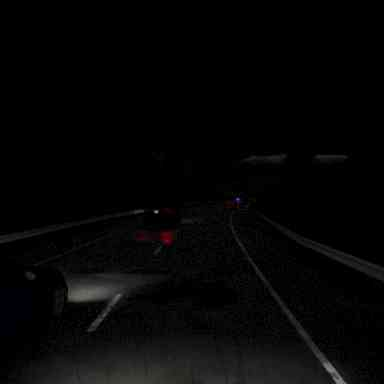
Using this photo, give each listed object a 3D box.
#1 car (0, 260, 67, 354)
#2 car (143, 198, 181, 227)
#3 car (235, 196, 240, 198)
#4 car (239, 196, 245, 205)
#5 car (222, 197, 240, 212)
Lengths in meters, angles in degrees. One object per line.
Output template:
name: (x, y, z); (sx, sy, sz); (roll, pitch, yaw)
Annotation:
car: (-3.304, 1.565, 4.434); (1.812, 1.442, 4.674); (0, -1, 1)
car: (-2.164, 1.460, 25.090); (2.150, 2.045, 5.566); (0, -1, 5)
car: (7.464, 2.112, 63.669); (2.128, 1.511, 4.902); (0, -1, 14)
car: (10.985, 1.858, 76.995); (2.150, 2.045, 5.566); (0, -1, 16)
car: (5.421, 1.939, 47.318); (1.882, 1.535, 5.008); (0, -1, 10)
